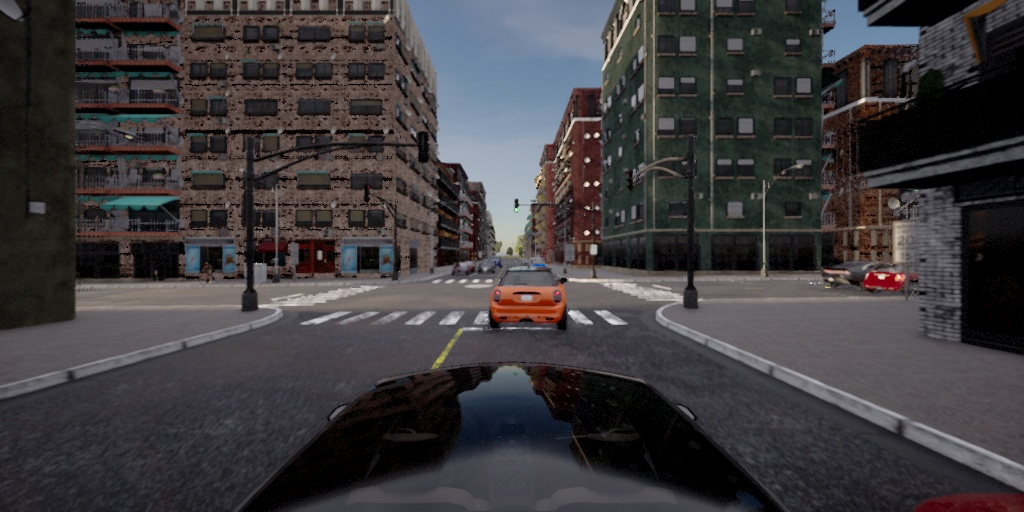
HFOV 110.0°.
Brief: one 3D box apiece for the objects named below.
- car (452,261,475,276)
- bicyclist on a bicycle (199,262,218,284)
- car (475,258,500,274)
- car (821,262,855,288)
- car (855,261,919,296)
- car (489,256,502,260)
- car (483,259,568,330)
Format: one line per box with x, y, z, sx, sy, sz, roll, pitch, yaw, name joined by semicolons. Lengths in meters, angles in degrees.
-5.286;1.332;37.901;1.802;1.307;4.207;0;0;0;car
-22.732;1.295;26.848;0.582;1.620;1.656;-1;0;0;bicyclist on a bicycle
-2.846;1.242;40.694;2.128;1.511;4.902;0;0;0;car
19.211;1.012;18.911;4.902;1.511;2.128;-1;0;-1;car
18.709;0.969;16.306;4.097;1.591;1.967;0;0;-1;car
-2.807;0.969;58.787;2.150;2.045;5.566;0;0;0;car
0.665;1.099;11.340;2.097;1.767;4.553;0;0;8;car
